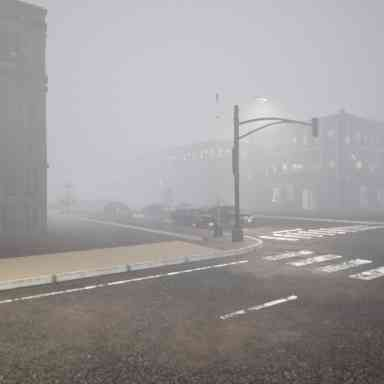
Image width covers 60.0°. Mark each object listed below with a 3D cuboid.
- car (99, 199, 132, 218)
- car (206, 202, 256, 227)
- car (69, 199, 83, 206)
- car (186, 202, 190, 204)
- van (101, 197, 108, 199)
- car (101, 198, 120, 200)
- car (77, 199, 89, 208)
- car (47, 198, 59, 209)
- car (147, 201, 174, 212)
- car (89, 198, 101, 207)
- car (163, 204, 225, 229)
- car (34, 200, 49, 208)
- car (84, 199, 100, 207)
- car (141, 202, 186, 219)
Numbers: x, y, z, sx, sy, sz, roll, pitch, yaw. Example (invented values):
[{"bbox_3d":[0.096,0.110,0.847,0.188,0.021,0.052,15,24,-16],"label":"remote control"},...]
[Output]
[{"bbox_3d":[-7.923,1.847,35.460,1.967,1.590,4.097,-1,0,-35],"label":"car"},{"bbox_3d":[2.693,1.738,25.001,1.812,1.442,4.674,-1,0,-34],"label":"car"},{"bbox_3d":[-26.720,2.365,76.421,1.947,1.339,4.313,-1,0,-35],"label":"car"},{"bbox_3d":[-1.088,1.904,40.313,1.802,1.307,4.206,-2,0,-35],"label":"car"},{"bbox_3d":[-13.909,1.907,58.366,1.690,1.788,3.998,-1,0,-35],"label":"van"},{"bbox_3d":[-9.249,1.937,41.834,2.128,1.511,4.902,-1,0,-35],"label":"car"},{"bbox_3d":[-20.211,2.195,62.807,1.812,1.442,4.674,-1,0,-35],"label":"car"},{"bbox_3d":[-23.842,2.233,57.889,1.752,1.417,4.829,-1,0,-35],"label":"car"},{"bbox_3d":[-4.291,1.966,44.826,1.802,1.307,4.206,-2,0,-35],"label":"car"},{"bbox_3d":[-17.114,1.940,62.880,2.192,1.841,5.009,-1,0,-35],"label":"car"},{"bbox_3d":[0.014,1.815,24.074,1.947,1.339,4.313,-1,0,-35],"label":"car"},{"bbox_3d":[-30.349,2.376,67.055,2.008,1.369,4.403,-1,0,-35],"label":"car"},{"bbox_3d":[-20.312,2.228,67.393,1.887,1.381,4.507,-1,0,-35],"label":"car"},{"bbox_3d":[-3.253,1.878,33.370,2.033,1.411,5.357,-1,0,-36],"label":"car"}]
